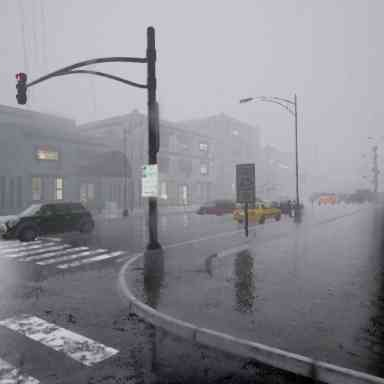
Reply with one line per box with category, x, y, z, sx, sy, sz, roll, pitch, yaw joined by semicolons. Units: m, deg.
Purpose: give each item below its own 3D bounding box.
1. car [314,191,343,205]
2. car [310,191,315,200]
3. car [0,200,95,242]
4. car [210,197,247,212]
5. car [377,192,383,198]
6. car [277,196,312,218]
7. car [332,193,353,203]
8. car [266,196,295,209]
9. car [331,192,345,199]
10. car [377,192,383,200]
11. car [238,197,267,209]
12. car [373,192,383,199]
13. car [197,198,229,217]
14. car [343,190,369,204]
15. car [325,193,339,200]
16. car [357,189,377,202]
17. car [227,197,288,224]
car;19.247;0.845;46.662;2.097;1.767;4.553;-1;0;35
car;23.550;0.769;62.419;2.192;1.841;5.009;-1;0;36
car;-7.015;1.281;15.960;2.097;1.767;4.553;-1;0;36
car;3.940;1.290;35.423;1.752;1.417;4.829;-1;0;36
car;43.164;0.651;75.144;1.887;1.381;4.507;-1;0;36
car;7.565;1.217;26.158;2.008;1.369;4.403;-1;0;36
car;24.493;0.901;53.885;2.128;1.511;4.902;-1;0;36
car;10.830;1.206;40.474;1.994;1.385;4.181;-1;0;36
car;33.308;0.743;75.847;1.967;1.590;4.097;-1;0;36
car;33.579;0.569;61.967;2.192;1.841;5.009;-1;0;36
car;7.293;1.293;40.038;1.802;1.307;4.206;-1;0;36
car;40.086;0.720;70.920;1.947;1.339;4.313;-1;0;36
car;2.188;1.344;28.615;1.994;1.385;4.181;-1;0;36
car;22.874;0.924;46.469;1.837;1.490;4.892;-1;0;36
car;30.057;0.935;71.371;1.802;1.307;4.206;-1;0;36
car;26.970;0.576;52.181;2.150;2.045;5.566;-1;0;36
car;4.413;1.242;21.819;1.752;1.417;4.829;-1;0;36
